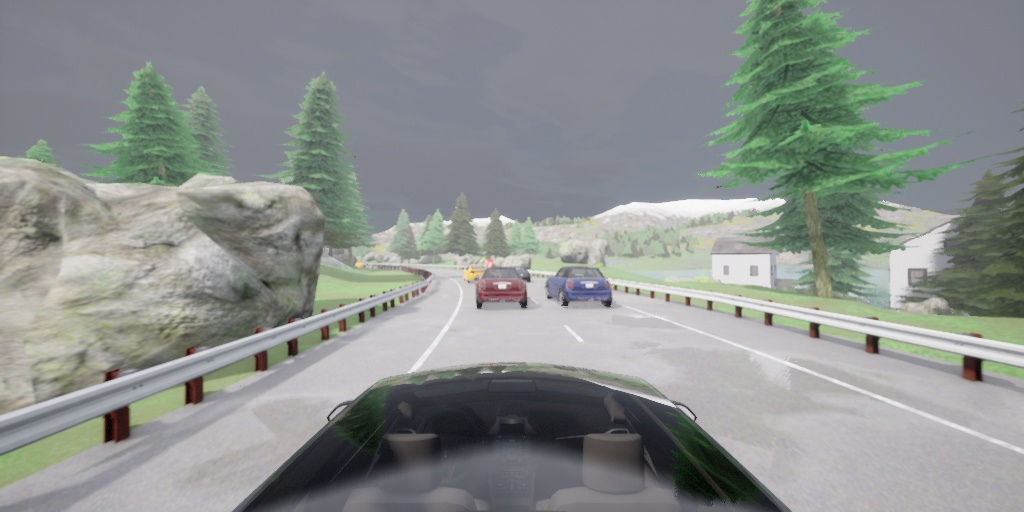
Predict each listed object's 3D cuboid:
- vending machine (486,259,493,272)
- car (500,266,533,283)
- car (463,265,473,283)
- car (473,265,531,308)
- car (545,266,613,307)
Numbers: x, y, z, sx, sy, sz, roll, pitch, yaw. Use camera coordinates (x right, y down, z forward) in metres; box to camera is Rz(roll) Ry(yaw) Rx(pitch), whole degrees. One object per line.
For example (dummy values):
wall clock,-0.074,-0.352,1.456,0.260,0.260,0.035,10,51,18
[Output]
vending machine,-3.702,1.480,58.460,1.100,2.100,0.880,0,0,-25
car,0.297,1.600,32.138,1.994,1.385,4.181,0,-1,-14
car,-3.161,1.509,31.535,1.882,1.535,5.008,0,0,-13
car,-0.592,1.236,16.146,2.097,1.767,4.553,0,-1,-6
car,2.891,1.238,16.490,2.097,1.767,4.553,0,-1,-6
